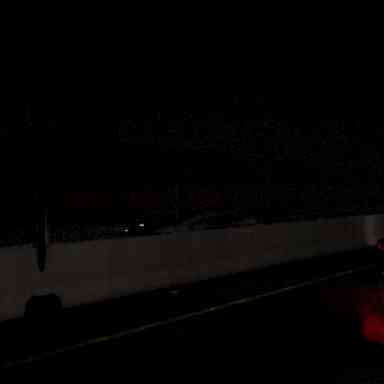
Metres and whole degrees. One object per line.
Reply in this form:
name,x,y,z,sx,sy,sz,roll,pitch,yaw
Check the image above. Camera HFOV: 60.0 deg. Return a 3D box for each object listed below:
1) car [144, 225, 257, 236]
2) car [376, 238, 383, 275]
car,0.693,1.465,13.091,4.674,1.442,1.812,-1,0,-36
car,6.665,1.401,8.510,5.008,1.535,1.882,-1,0,-36
